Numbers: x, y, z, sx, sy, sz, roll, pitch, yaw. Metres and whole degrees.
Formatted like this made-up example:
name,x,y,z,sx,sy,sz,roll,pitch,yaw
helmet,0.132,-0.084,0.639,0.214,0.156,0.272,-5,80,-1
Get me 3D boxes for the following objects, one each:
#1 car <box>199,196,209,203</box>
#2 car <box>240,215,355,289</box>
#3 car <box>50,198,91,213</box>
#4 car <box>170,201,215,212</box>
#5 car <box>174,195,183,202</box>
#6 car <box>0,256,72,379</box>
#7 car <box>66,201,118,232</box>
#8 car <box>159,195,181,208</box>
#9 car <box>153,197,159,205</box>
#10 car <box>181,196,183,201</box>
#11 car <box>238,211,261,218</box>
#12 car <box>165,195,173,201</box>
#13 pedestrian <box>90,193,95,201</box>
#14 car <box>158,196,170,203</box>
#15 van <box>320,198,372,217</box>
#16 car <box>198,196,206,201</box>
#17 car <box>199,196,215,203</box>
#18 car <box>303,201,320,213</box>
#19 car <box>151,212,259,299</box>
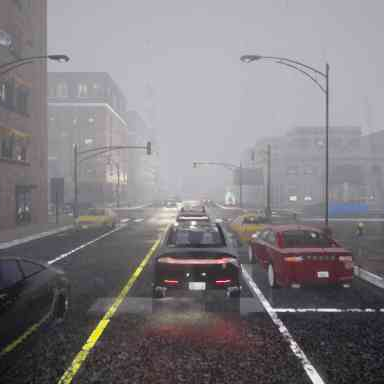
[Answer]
name,x,y,z,sx,sy,sz,roll,pitch,yaw
car,2.529,1.600,69.959,2.008,1.369,4.403,0,0,0
car,2.665,1.545,9.003,1.887,1.381,4.507,0,0,0
car,-13.096,1.469,36.873,4.902,1.511,2.128,0,1,-4
car,0.060,1.494,18.828,2.128,1.511,4.902,0,0,0
car,-3.176,1.585,79.008,2.128,1.511,4.902,0,0,0
car,-3.109,1.563,4.210,1.994,1.385,4.181,0,0,0
car,-5.741,1.529,20.213,1.752,1.417,4.829,0,0,0
car,-3.220,1.514,49.498,2.128,1.511,4.902,0,0,0
car,-5.826,1.584,58.535,2.008,1.369,4.403,0,0,0
car,-3.162,1.572,68.049,1.812,1.442,4.674,0,0,0
car,2.652,1.527,14.870,1.752,1.417,4.829,0,0,0
car,-5.890,1.603,86.848,1.752,1.417,4.829,0,0,0
pedestrian,-12.725,1.083,42.248,0.375,1.860,0.375,0,0,-1
car,-5.851,1.600,69.928,2.008,1.369,4.403,0,0,0
van,14.589,1.415,31.190,3.998,1.788,1.690,0,0,-1
car,2.491,1.629,87.049,2.008,1.369,4.403,-1,0,0
car,2.566,1.466,52.869,1.967,1.590,4.097,0,0,0
car,14.582,1.599,36.979,4.181,1.385,1.994,0,0,-1
car,0.084,1.491,8.459,2.128,1.511,4.902,0,0,0
